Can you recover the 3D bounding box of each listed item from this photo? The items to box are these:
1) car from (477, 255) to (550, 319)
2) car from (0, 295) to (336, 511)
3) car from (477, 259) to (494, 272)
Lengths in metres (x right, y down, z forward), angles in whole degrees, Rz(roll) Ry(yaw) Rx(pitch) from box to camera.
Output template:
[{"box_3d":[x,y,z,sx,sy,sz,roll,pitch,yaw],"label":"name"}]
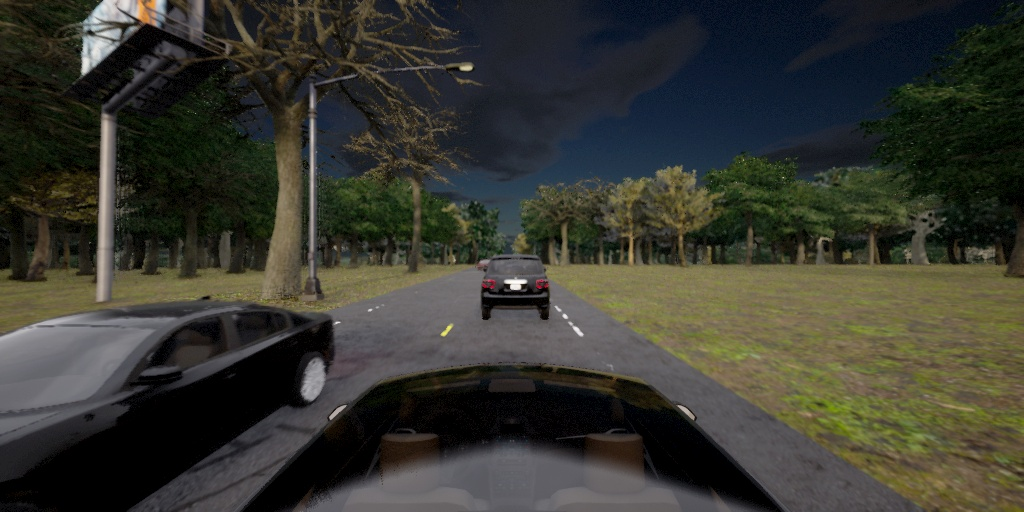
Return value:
[{"box_3d":[0.106,0.972,12.969,2.150,2.045,5.566,0,0,0],"label":"car"},{"box_3d":[-3.599,1.228,3.383,1.882,1.535,5.008,0,0,0],"label":"car"},{"box_3d":[-3.553,1.224,48.030,1.882,1.535,5.008,0,0,0],"label":"car"}]
